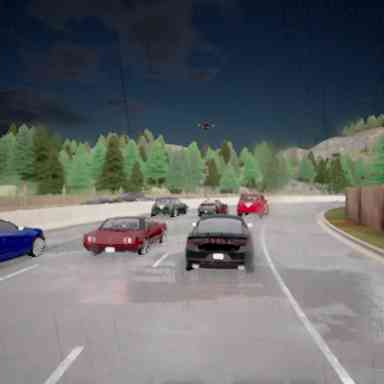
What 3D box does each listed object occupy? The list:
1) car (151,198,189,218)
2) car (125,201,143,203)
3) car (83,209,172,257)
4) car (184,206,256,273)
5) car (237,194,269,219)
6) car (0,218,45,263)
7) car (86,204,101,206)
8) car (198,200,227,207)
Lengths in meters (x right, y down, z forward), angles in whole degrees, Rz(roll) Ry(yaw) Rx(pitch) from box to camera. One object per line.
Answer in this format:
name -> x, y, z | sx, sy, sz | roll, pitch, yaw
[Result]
car -> -1.846, 1.267, 29.334 | 2.097, 1.767, 4.553 | 0, 0, 18
car -> -5.871, 1.350, 39.044 | 1.882, 1.535, 5.008 | 0, 0, 24
car -> -2.293, 1.557, 12.829 | 1.895, 1.301, 4.718 | 0, 0, 8
car -> 0.975, 1.453, 10.766 | 1.882, 1.535, 5.008 | 0, 0, 7
car -> 5.392, 1.168, 29.041 | 2.150, 2.045, 5.566 | 0, 0, 20
car -> -6.215, 1.426, 9.602 | 1.882, 1.535, 5.008 | 0, 0, 6
car -> -12.021, 1.384, 42.562 | 2.033, 1.411, 5.357 | 0, 0, 23
car -> 1.964, 1.422, 29.708 | 2.128, 1.511, 4.902 | 0, 0, 19
